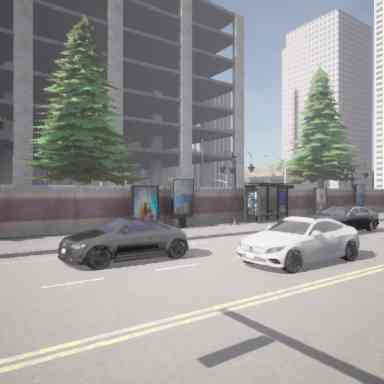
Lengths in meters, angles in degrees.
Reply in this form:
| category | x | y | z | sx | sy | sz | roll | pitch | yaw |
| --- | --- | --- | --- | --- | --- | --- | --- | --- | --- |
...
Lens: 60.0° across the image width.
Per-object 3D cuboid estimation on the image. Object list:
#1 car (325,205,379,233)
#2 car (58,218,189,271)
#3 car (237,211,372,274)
| category | x | y | z | sx | sy | sz | roll | pitch | yaw |
| --- | --- | --- | --- | --- | --- | --- | --- | --- | --- |
| car | 8.311 | 1.493 | 18.211 | 4.902 | 1.511 | 2.128 | 0 | 0 | -35 |
| car | -2.158 | 1.564 | 10.997 | 4.181 | 1.385 | 1.994 | 0 | 0 | -35 |
| car | 3.554 | 1.526 | 10.677 | 4.674 | 1.442 | 1.812 | 0 | 0 | -35 |
